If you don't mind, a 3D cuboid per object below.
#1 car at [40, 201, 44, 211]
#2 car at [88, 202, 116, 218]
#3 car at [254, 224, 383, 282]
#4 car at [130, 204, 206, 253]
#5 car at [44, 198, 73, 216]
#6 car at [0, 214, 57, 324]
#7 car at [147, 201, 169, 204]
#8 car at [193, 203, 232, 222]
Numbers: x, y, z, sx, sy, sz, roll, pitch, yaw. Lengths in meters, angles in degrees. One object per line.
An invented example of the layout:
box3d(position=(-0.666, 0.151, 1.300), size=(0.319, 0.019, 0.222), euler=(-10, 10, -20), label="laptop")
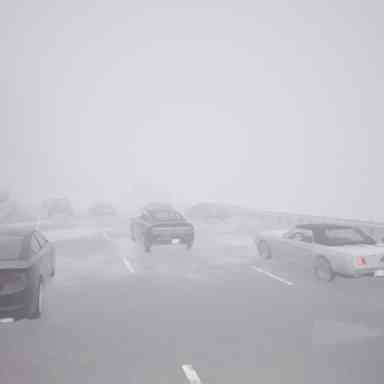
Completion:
box3d(position=(-17.350, 1.547, 40.631), size=(2.033, 1.411, 5.357), euler=(0, 0, -29), label="car")
box3d(position=(-8.324, 1.563, 30.662), size=(1.994, 1.385, 4.181), euler=(0, 0, -25), label="car")
box3d(position=(3.705, 1.600, 9.870), size=(1.895, 1.301, 4.718), euler=(0, 0, -18), label="car")
box3d(position=(-1.388, 1.491, 13.908), size=(2.128, 1.511, 4.902), euler=(0, 0, -19), label="car")
box3d(position=(-12.565, 1.352, 31.503), size=(2.097, 1.767, 4.553), euler=(0, 0, -26), label="car")
box3d(position=(-4.046, 1.478, 7.050), size=(1.882, 1.535, 5.008), euler=(0, 0, -18), label="car")
box3d(position=(-2.895, 1.504, 27.172), size=(1.837, 1.490, 4.892), euler=(0, 0, -24), label="car")
box3d(position=(1.175, 1.547, 26.668), size=(2.033, 1.411, 5.357), euler=(0, 0, -23), label="car")
